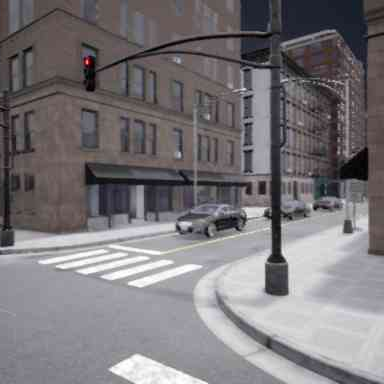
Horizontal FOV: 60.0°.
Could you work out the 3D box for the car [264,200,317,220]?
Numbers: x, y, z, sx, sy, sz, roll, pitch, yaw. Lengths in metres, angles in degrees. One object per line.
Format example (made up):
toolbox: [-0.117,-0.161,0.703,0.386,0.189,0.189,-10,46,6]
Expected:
car: [7.444,1.291,25.415,2.033,1.411,5.357,0,1,38]

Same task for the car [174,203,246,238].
car: [1.062,1.351,17.027,2.128,1.511,4.902,0,1,36]

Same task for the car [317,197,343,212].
car: [13.858,1.175,33.864,2.033,1.411,5.357,0,1,37]
